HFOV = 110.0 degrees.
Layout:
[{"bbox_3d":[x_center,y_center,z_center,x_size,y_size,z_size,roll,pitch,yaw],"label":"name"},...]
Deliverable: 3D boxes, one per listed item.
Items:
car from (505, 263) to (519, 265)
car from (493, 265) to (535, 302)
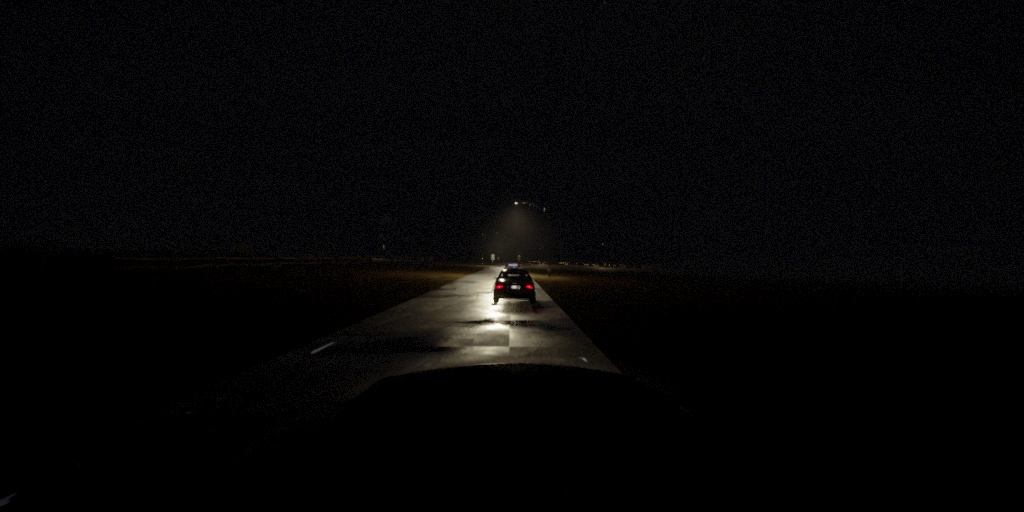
[{"bbox_3d":[0.081,1.392,38.799,1.994,1.385,4.181,0,0,0],"label":"car"},{"bbox_3d":[0.092,1.310,16.902,2.033,1.411,5.357,0,0,0],"label":"car"}]
